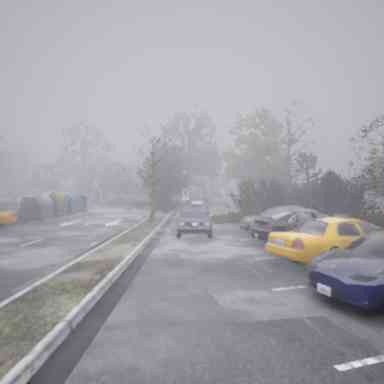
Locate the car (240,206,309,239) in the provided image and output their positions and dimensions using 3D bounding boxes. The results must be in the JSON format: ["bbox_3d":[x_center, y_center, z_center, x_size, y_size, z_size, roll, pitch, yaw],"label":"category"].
[{"bbox_3d":[4.838,1.485,14.063,4.892,1.521,2.231,1,0,-20],"label":"car"}]

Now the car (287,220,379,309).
[{"bbox_3d":[4.811,1.514,7.264,4.792,1.488,2.163,1,0,-20],"label":"car"}]

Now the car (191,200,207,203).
[{"bbox_3d":[0.683,1.468,32.063,1.812,1.442,4.674,0,0,8],"label":"car"}]

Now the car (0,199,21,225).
[{"bbox_3d":[-13.450,1.441,19.953,5.366,1.575,1.946,-1,1,-20],"label":"car"}]

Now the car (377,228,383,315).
[{"bbox_3d":[4.864,1.360,3.894,4.553,1.767,2.185,1,0,-20],"label":"car"}]

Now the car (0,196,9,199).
[{"bbox_3d":[-30.334,1.520,53.590,2.185,1.767,4.553,1,-3,-19],"label":"car"}]

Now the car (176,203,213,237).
[{"bbox_3d":[0.119,1.544,17.942,2.033,1.411,5.357,0,0,0],"label":"car"}]

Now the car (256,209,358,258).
[{"bbox_3d":[5.012,1.484,10.739,5.366,1.575,1.946,1,0,-20],"label":"car"}]
